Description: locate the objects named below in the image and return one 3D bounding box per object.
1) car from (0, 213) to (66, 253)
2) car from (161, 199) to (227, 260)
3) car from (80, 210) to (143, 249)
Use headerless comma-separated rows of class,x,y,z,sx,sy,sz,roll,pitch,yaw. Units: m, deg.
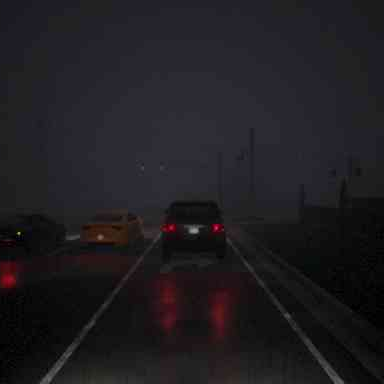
car,-6.926,1.603,13.919,1.812,1.442,4.674,0,0,0
car,0.069,1.292,12.846,2.150,2.045,5.566,0,0,0
car,-3.424,1.561,14.941,1.882,1.535,5.008,0,0,0
